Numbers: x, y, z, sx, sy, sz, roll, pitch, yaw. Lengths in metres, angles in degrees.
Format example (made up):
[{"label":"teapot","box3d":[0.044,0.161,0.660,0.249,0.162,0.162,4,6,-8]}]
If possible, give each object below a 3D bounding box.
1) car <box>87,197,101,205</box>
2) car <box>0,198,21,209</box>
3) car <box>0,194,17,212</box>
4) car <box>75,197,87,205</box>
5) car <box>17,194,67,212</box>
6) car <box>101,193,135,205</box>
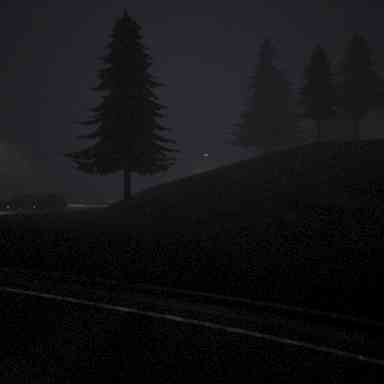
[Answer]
[{"label":"car","box3d":[-16.289,1.624,60.374,1.895,1.301,4.718,0,0,22]},{"label":"car","box3d":[-26.243,1.567,45.273,2.033,1.411,5.357,0,0,22]},{"label":"car","box3d":[-20.699,1.238,40.303,2.150,2.045,5.566,0,0,22]},{"label":"car","box3d":[-19.525,1.593,61.708,1.812,1.442,4.674,0,0,22]},{"label":"car","box3d":[-17.297,1.236,39.379,2.150,2.045,5.566,0,0,22]},{"label":"car","box3d":[-13.043,1.279,59.064,2.150,2.045,5.566,0,0,22]}]
